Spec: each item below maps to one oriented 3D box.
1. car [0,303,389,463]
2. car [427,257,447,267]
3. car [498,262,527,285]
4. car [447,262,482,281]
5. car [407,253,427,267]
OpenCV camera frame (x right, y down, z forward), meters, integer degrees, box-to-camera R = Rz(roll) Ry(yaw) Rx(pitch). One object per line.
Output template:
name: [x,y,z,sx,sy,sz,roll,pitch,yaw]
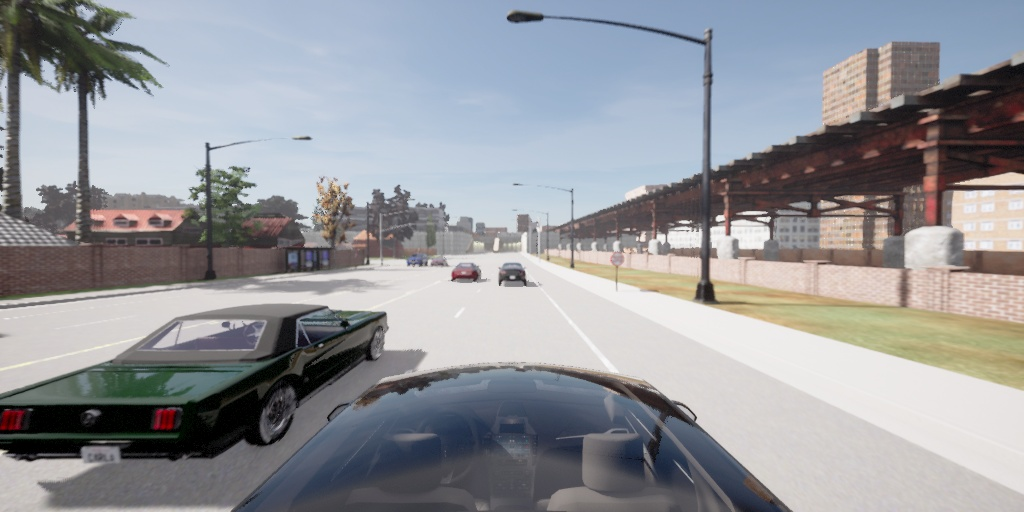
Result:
car: [-3.389,1.338,5.165,1.895,1.301,4.718,0,0,0]
car: [-10.687,0.843,52.775,1.812,1.442,4.674,0,1,0]
car: [0.027,1.152,24.424,1.812,1.442,4.674,0,0,0]
car: [-3.484,1.172,27.919,1.994,1.385,4.181,0,0,0]
car: [-14.176,0.580,54.167,2.150,2.045,5.566,0,1,0]
